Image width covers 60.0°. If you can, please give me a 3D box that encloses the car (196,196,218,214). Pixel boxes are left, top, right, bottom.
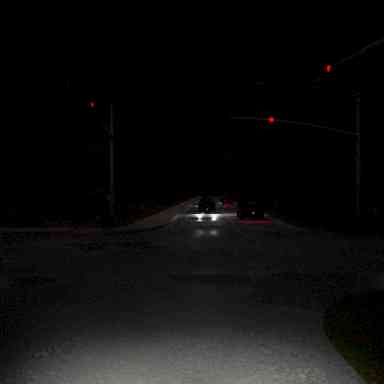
[{"bbox_3d":[1.564,1.470,34.868,1.837,1.490,4.892,0,0,3],"label":"car"}]

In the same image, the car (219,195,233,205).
[{"bbox_3d":[6.341,1.566,59.053,1.895,1.301,4.718,0,0,3],"label":"car"}]

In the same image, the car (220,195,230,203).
[{"bbox_3d":[6.824,1.470,69.014,1.837,1.490,4.892,0,0,3],"label":"car"}]

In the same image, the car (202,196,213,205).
[{"bbox_3d":[2.659,1.472,56.611,1.837,1.490,4.892,0,-1,3],"label":"car"}]

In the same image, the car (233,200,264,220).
[{"bbox_3d":[4.837,1.443,28.029,1.882,1.535,5.008,0,0,3],"label":"car"}]
